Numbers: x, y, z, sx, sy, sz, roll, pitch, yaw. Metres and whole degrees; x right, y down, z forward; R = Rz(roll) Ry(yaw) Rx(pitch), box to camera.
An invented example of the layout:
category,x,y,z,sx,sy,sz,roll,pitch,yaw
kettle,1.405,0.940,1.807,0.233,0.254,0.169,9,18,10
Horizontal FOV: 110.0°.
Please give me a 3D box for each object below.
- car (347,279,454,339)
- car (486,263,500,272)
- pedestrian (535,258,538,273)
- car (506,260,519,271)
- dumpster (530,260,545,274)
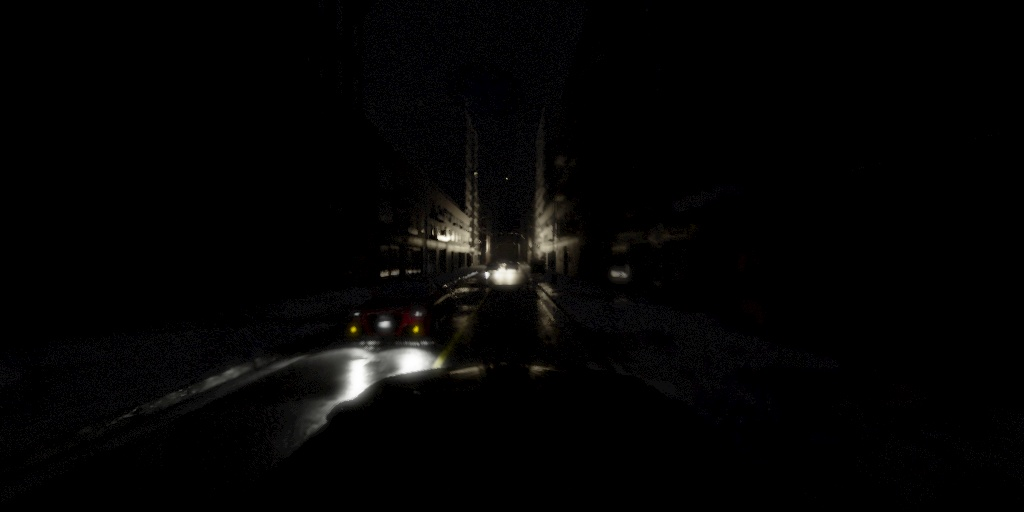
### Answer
category,x,y,z,sx,sy,sz,roll,pitch,yaw
car,-2.850,1.358,10.034,1.994,1.385,4.181,0,0,0
car,-2.804,1.646,53.071,1.895,1.301,4.718,0,0,0
pedestrian,3.012,1.128,43.759,0.375,1.860,0.375,0,0,-14
car,0.038,1.622,55.076,1.994,1.385,4.181,0,0,0
dumpster,3.012,1.376,42.756,1.020,1.700,1.940,0,0,0
